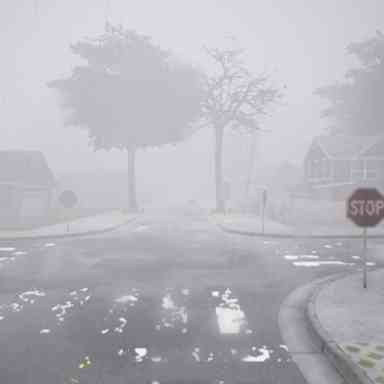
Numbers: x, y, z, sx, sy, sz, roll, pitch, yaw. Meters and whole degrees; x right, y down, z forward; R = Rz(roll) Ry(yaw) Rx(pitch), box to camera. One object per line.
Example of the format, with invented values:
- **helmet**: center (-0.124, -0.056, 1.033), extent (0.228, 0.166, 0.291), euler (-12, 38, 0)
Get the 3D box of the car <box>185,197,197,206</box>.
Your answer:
- **car**: center (-0.121, 1.573, 56.579), extent (1.812, 1.442, 4.674), euler (0, 0, 0)
